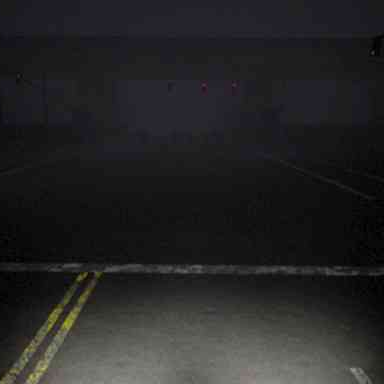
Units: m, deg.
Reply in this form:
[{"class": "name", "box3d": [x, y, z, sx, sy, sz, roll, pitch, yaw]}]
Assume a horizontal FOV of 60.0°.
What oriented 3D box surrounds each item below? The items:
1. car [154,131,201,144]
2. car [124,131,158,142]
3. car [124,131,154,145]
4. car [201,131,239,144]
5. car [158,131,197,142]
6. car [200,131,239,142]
[{"class": "car", "box3d": [-1.824, -6.875, 42.054, 4.974, 1.542, 2.038, -8, 14, -34]}, {"class": "car", "box3d": [-6.468, -7.052, 42.150, 4.536, 1.218, 1.853, 11, 16, 44]}, {"class": "car", "box3d": [-6.431, -6.891, 42.146, 4.974, 1.542, 2.038, 11, 16, 44]}, {"class": "car", "box3d": [3.559, -7.011, 42.709, 4.974, 1.542, 2.038, 7, 13, 29]}, {"class": "car", "box3d": [-1.782, -7.035, 42.052, 4.536, 1.218, 1.853, -8, 14, -34]}, {"class": "car", "box3d": [3.514, -7.171, 42.702, 4.536, 1.218, 1.853, 7, 13, 29]}]
